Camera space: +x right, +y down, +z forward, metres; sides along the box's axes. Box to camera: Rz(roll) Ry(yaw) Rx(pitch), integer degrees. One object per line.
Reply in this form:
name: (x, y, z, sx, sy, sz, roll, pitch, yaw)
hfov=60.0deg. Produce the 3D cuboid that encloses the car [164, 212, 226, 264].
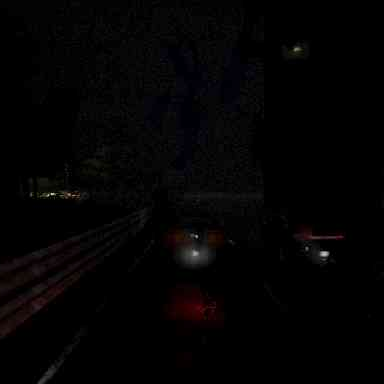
car: (0.092, 1.473, 11.609, 1.837, 1.490, 4.892, 0, 0, 0)

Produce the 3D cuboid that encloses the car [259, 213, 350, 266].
car: (3.592, 1.461, 11.448, 2.128, 1.511, 4.902, 0, 0, 0)

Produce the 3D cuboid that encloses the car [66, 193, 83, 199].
car: (-26.622, 0.859, 75.263, 5.357, 1.411, 2.033, 1, 1, 44)

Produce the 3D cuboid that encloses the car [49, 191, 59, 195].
car: (-34.041, 0.553, 82.917, 1.994, 1.385, 4.181, -1, 2, -39)
